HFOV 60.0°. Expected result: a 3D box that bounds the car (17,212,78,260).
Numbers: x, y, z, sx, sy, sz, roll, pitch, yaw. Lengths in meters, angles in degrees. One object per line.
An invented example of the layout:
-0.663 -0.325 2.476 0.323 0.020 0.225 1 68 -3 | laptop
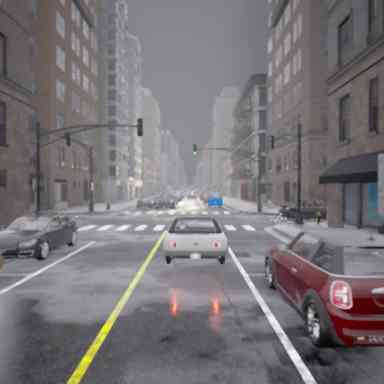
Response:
-5.388 1.432 11.701 2.008 1.369 4.403 0 1 0 | car

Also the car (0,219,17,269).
-5.388 1.463 6.013 1.752 1.417 4.829 0 1 0 | car

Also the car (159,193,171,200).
-5.388 0.877 67.190 1.947 1.339 4.313 0 1 0 | car

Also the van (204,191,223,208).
2.637 0.947 38.788 1.690 1.788 3.998 0 1 0 | van

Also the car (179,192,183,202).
-2.806 1.074 46.650 2.033 1.411 5.357 0 1 0 | car

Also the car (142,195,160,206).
-5.388 1.094 44.463 1.887 1.381 4.507 0 1 0 | car

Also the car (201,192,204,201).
2.637 1.073 50.152 1.802 1.307 4.206 0 1 0 | car

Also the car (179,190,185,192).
-2.760 0.872 66.948 1.994 1.385 4.181 0 1 0 | car

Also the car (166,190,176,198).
-5.388 0.442 84.231 2.192 1.841 5.009 0 1 0 | car

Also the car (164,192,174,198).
-5.388 0.754 78.552 1.947 1.339 4.313 0 1 0 | car

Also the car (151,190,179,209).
-2.896 0.975 37.166 2.097 1.767 4.553 0 1 1 | car

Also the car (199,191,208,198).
2.637 0.629 78.556 1.967 1.590 4.097 0 1 0 | car

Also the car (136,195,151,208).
-5.388 1.157 38.781 2.008 1.369 4.403 0 1 0 | car

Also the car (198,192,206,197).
2.637 0.616 89.919 2.008 1.369 4.403 0 1 0 | car

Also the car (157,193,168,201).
-5.388 0.900 61.338 1.752 1.417 4.829 0 1 0 | car

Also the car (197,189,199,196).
2.637 0.626 67.193 2.192 1.841 5.009 0 1 0 | car

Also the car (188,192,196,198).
-0.001 0.722 78.949 1.895 1.301 4.718 0 1 0 | car

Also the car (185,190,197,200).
0.000 0.838 68.502 2.033 1.411 5.357 0 1 0 | car

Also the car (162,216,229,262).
0.098 1.483 11.525 1.895 1.301 4.718 0 1 0 | car

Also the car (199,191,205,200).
2.637 0.955 61.514 1.802 1.307 4.206 0 1 0 | car

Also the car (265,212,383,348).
2.637 1.376 6.191 1.967 1.590 4.097 0 1 0 | car

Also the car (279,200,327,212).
8.717 1.327 23.723 4.892 1.490 1.837 0 -2 -5 | car
